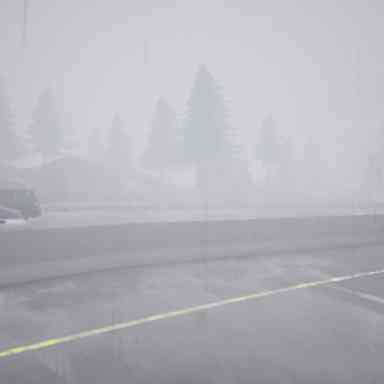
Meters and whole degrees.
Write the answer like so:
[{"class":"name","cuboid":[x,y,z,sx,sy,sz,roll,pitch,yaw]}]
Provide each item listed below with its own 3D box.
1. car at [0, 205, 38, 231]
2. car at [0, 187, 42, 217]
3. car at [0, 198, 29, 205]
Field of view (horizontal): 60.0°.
[{"class":"car","cuboid":[-7.980,1.295,11.117,4.718,1.301,1.895,0,1,-36]},{"class":"car","cuboid":[-10.979,0.772,17.597,5.566,2.045,2.150,1,1,-35]},{"class":"car","cuboid":[-9.769,1.145,14.134,4.674,1.442,1.812,0,1,-36]}]
